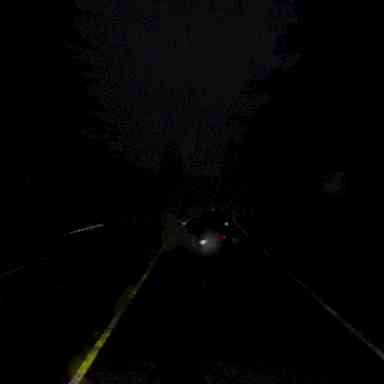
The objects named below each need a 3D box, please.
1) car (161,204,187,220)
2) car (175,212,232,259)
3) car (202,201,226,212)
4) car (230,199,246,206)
[{"bbox_3d":[-1.575,1.858,32.277,2.033,1.411,5.357,0,-1,7],"label":"car"},{"bbox_3d":[0.523,1.693,13.223,1.994,1.385,4.181,0,-1,3],"label":"car"},{"bbox_3d":[2.167,1.666,32.254,2.097,1.767,4.553,0,-1,7],"label":"car"},{"bbox_3d":[10.003,2.177,71.961,1.882,1.535,5.008,0,-1,34],"label":"car"}]
